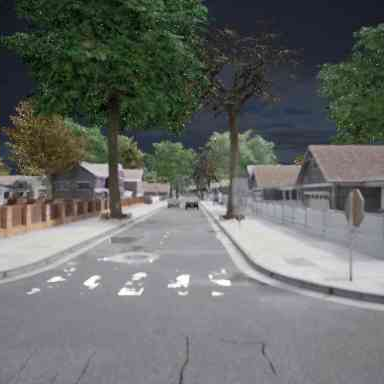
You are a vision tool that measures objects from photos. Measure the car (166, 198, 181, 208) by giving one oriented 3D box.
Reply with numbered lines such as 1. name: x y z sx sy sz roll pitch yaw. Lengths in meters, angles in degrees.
1. car: -2.749 1.707 50.830 1.837 1.490 4.892 0 0 0

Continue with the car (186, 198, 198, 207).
1. car: 0.001 1.802 57.079 1.994 1.385 4.181 0 0 0

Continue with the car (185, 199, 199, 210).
1. car: 0.002 1.672 46.660 1.882 1.535 5.008 0 0 0
